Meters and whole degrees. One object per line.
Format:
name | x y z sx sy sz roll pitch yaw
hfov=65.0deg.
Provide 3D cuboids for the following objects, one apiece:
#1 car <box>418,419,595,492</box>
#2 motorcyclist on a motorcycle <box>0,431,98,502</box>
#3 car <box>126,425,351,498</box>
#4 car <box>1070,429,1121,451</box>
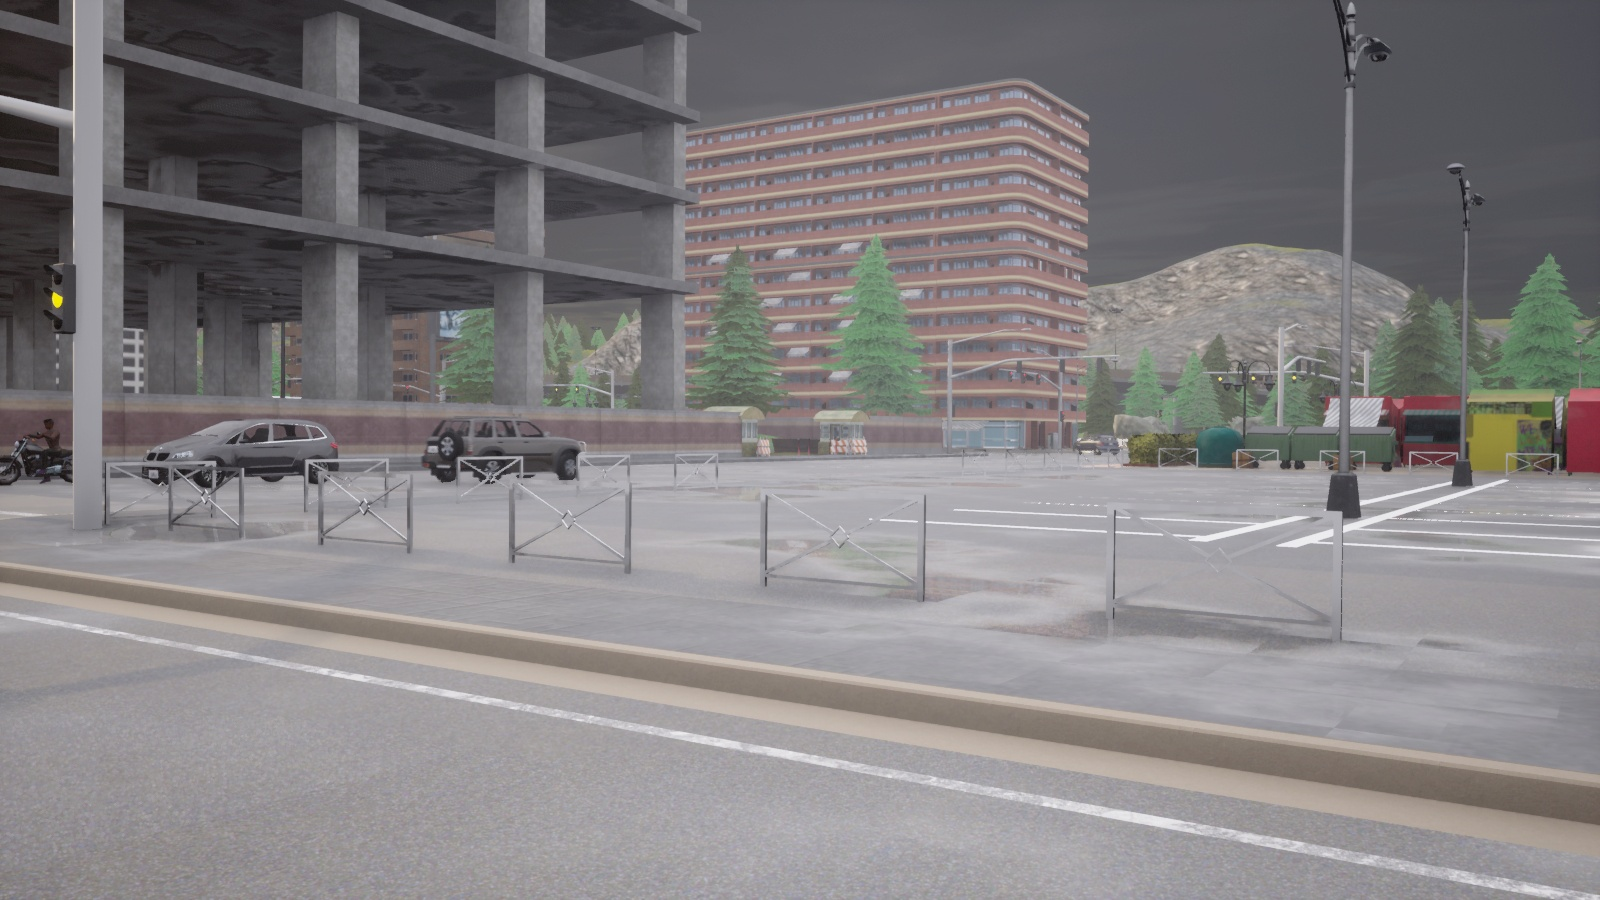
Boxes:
car | -7.855 0.099 34.031 1.932 1.855 4.605 0 1 33
motorcyclist on a motorcycle | -18.503 0.376 30.585 0.766 1.649 2.350 0 1 33
car | -13.865 0.219 31.270 2.242 1.667 4.611 0 1 33
car | 21.471 -0.748 91.298 1.789 1.549 3.705 -1 1 -21
